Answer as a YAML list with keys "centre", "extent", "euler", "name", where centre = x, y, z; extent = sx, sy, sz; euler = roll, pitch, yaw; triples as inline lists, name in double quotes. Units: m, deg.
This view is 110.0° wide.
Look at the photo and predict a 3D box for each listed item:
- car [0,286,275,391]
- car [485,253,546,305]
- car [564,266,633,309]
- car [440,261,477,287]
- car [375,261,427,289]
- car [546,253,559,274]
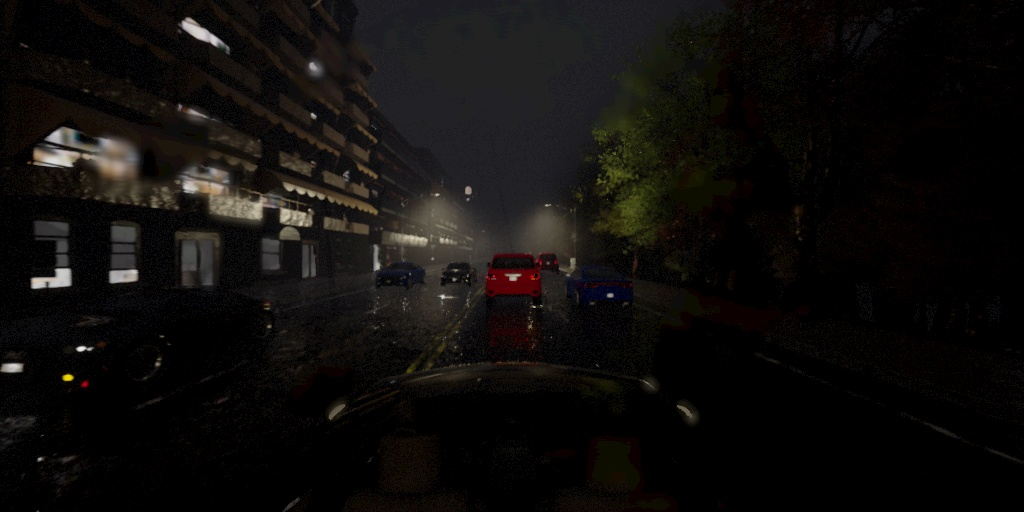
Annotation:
- centre: [-6.566, 1.277, 6.714]
  extent: [1.994, 1.385, 4.181]
  euler: [0, 0, 1]
  name: "car"
- centre: [0.062, 0.872, 15.562]
  extent: [2.150, 2.045, 5.566]
  euler: [0, 1, 0]
  name: "car"
- centre: [3.297, 1.133, 14.424]
  extent: [1.882, 1.535, 5.008]
  euler: [0, 1, 0]
  name: "car"
- centre: [-3.291, 1.101, 22.853]
  extent: [1.837, 1.490, 4.892]
  euler: [0, 0, 0]
  name: "car"
- centre: [-6.550, 1.081, 21.597]
  extent: [1.882, 1.535, 5.008]
  euler: [0, 0, 0]
  name: "car"
- centre: [3.360, 0.725, 35.929]
  extent: [2.150, 2.045, 5.566]
  euler: [0, 1, 0]
  name: "car"
